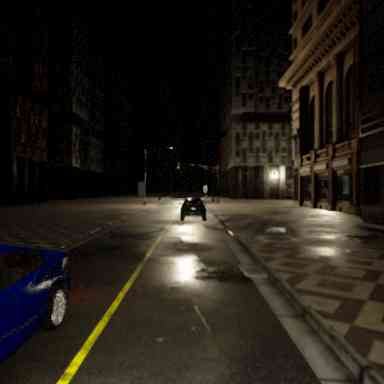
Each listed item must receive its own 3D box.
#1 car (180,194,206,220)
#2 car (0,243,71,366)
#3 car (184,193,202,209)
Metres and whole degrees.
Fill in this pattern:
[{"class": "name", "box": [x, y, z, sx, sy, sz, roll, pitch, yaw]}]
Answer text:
[{"class": "car", "box": [0.097, 1.246, 25.907, 2.033, 1.649, 4.856, 0, 1, 0]}, {"class": "car", "box": [-3.098, 1.449, 3.956, 1.882, 1.535, 5.008, 0, 0, 0]}, {"class": "car", "box": [0.095, 1.052, 41.635, 2.097, 1.767, 4.553, 0, 0, 0]}]
